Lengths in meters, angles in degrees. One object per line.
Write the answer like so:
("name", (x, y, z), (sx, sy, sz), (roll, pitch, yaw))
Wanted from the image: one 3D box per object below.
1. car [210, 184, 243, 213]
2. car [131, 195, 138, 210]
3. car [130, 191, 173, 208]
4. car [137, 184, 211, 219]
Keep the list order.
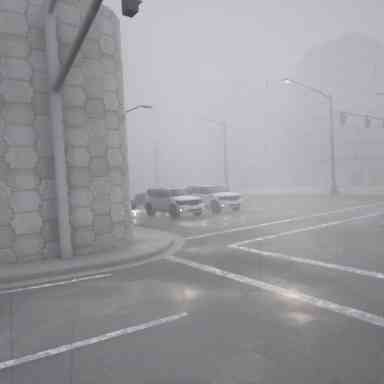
("car", (1.417, 0.421, 25.669), (2.150, 2.045, 5.566), (-5, 3, -35))
("car", (-6.850, 0.997, 31.344), (1.994, 1.385, 4.181), (-5, 3, -35))
("car", (-4.201, 0.688, 33.643), (2.128, 1.511, 4.902), (-5, 3, -35))
("car", (-1.428, 0.658, 23.644), (2.150, 2.045, 5.566), (-5, 3, -35))
